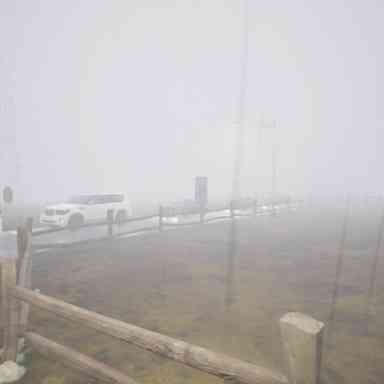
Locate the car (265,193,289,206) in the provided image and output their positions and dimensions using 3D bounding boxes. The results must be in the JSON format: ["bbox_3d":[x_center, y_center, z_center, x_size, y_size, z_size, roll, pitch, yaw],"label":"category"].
[{"bbox_3d":[11.267,0.947,43.925,1.882,1.535,5.008,1,1,36],"label":"car"}]

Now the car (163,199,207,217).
[{"bbox_3d":[-0.512,1.273,27.648,1.994,1.385,4.181,1,1,36],"label":"car"}]

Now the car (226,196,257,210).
[{"bbox_3d":[5.361,1.154,35.791,1.994,1.385,4.181,1,1,36],"label":"car"}]

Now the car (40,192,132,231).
[{"bbox_3d":[-6.072,1.042,19.878,2.150,2.045,5.566,1,1,35],"label":"car"}]
